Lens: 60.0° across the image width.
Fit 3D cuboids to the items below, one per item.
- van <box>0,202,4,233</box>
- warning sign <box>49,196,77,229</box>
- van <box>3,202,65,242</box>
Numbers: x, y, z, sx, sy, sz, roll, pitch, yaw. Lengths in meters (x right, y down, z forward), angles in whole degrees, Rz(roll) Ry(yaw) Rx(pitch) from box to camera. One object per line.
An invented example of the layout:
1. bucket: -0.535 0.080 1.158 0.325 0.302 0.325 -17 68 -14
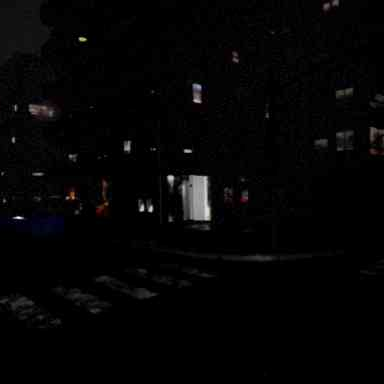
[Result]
1. van: -11.810 1.559 21.079 1.690 1.788 3.998 -3 1 -43
2. warning sign: -7.903 1.221 20.403 1.300 1.860 1.060 -1 1 -43
3. van: -7.989 1.470 16.983 1.690 1.788 3.998 -3 1 -43
